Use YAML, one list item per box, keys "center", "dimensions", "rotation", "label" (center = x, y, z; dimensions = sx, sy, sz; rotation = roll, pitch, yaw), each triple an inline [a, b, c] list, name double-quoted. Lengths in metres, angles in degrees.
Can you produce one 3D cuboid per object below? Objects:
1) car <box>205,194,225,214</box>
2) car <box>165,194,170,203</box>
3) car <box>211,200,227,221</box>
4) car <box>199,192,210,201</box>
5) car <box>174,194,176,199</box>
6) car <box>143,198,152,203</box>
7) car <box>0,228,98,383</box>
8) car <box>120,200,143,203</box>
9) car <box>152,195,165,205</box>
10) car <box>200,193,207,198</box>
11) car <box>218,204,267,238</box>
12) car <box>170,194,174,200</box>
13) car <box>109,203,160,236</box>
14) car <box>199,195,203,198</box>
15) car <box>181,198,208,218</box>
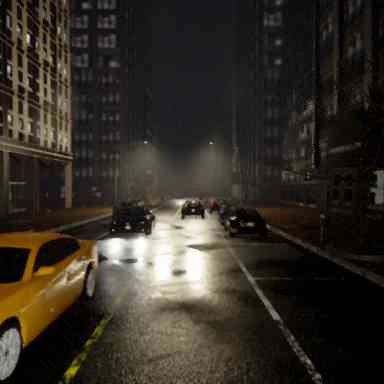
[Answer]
- center: [2.671, 1.335, 34.373]
  dimensions: [1.967, 1.590, 4.097]
  rotation: [-1, 0, 0]
  label: "car"
- center: [-5.713, 1.338, 62.802]
  dimensions: [2.008, 1.369, 4.403]
  rotation: [-1, 0, 0]
  label: "car"
- center: [2.675, 1.482, 23.025]
  dimensions: [2.008, 1.369, 4.403]
  rotation: [-1, 0, 0]
  label: "car"
- center: [2.663, 1.057, 74.094]
  dimensions: [2.192, 1.841, 5.009]
  rotation: [-1, 0, 0]
  label: "car"
- center: [-5.716, 1.229, 91.174]
  dimensions: [1.947, 1.339, 4.313]
  rotation: [-1, 0, 0]
  label: "car"
- center: [-5.674, 1.461, 34.433]
  dimensions: [1.947, 1.339, 4.313]
  rotation: [-1, 0, 0]
  label: "car"
- center: [-3.050, 1.461, 5.509]
  dimensions: [1.882, 1.535, 5.008]
  rotation: [0, 0, 1]
  label: "car"
- center: [-5.673, 1.495, 28.759]
  dimensions: [1.802, 1.307, 4.206]
  rotation: [-1, 0, 0]
  label: "car"
- center: [-5.695, 1.357, 51.285]
  dimensions: [1.752, 1.417, 4.829]
  rotation: [-1, 0, 0]
  label: "car"
- center: [2.668, 1.271, 51.397]
  dimensions: [1.967, 1.590, 4.097]
  rotation: [-1, 0, 0]
  label: "car"
- center: [2.676, 1.514, 17.351]
  dimensions: [1.947, 1.339, 4.313]
  rotation: [-1, 0, 0]
  label: "car"
- center: [-5.714, 1.292, 74.151]
  dimensions: [2.008, 1.369, 4.403]
  rotation: [-1, 0, 0]
  label: "car"
- center: [-3.074, 1.510, 17.934]
  dimensions: [1.994, 1.385, 4.181]
  rotation: [0, 0, 0]
  label: "car"
- center: [0.092, 1.455, 45.368]
  dimensions: [1.895, 1.301, 4.718]
  rotation: [0, 0, 0]
  label: "car"
- center: [0.096, 1.475, 29.251]
  dimensions: [1.994, 1.385, 4.181]
  rotation: [0, 0, 0]
  label: "car"
